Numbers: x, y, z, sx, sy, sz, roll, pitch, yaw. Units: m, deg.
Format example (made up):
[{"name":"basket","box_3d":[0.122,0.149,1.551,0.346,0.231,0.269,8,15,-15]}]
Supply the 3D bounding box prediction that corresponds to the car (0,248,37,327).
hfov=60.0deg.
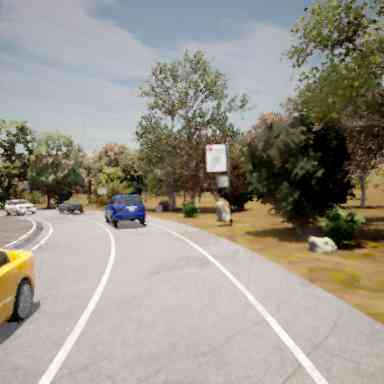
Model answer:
[{"name":"car","box_3d":[-3.747,1.509,4.364,1.882,1.535,5.008,0,0,-5]}]

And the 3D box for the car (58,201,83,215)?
[{"name":"car","box_3d":[-14.676,1.858,40.047,1.837,1.490,4.892,-4,1,-39]}]

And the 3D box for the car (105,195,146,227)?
[{"name":"car","box_3d":[-4.847,1.262,23.712,2.150,2.045,5.566,-2,0,-22]}]

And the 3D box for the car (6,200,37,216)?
[{"name":"car","box_3d":[-22.349,2.035,43.337,5.566,2.045,2.150,-4,1,43]}]
